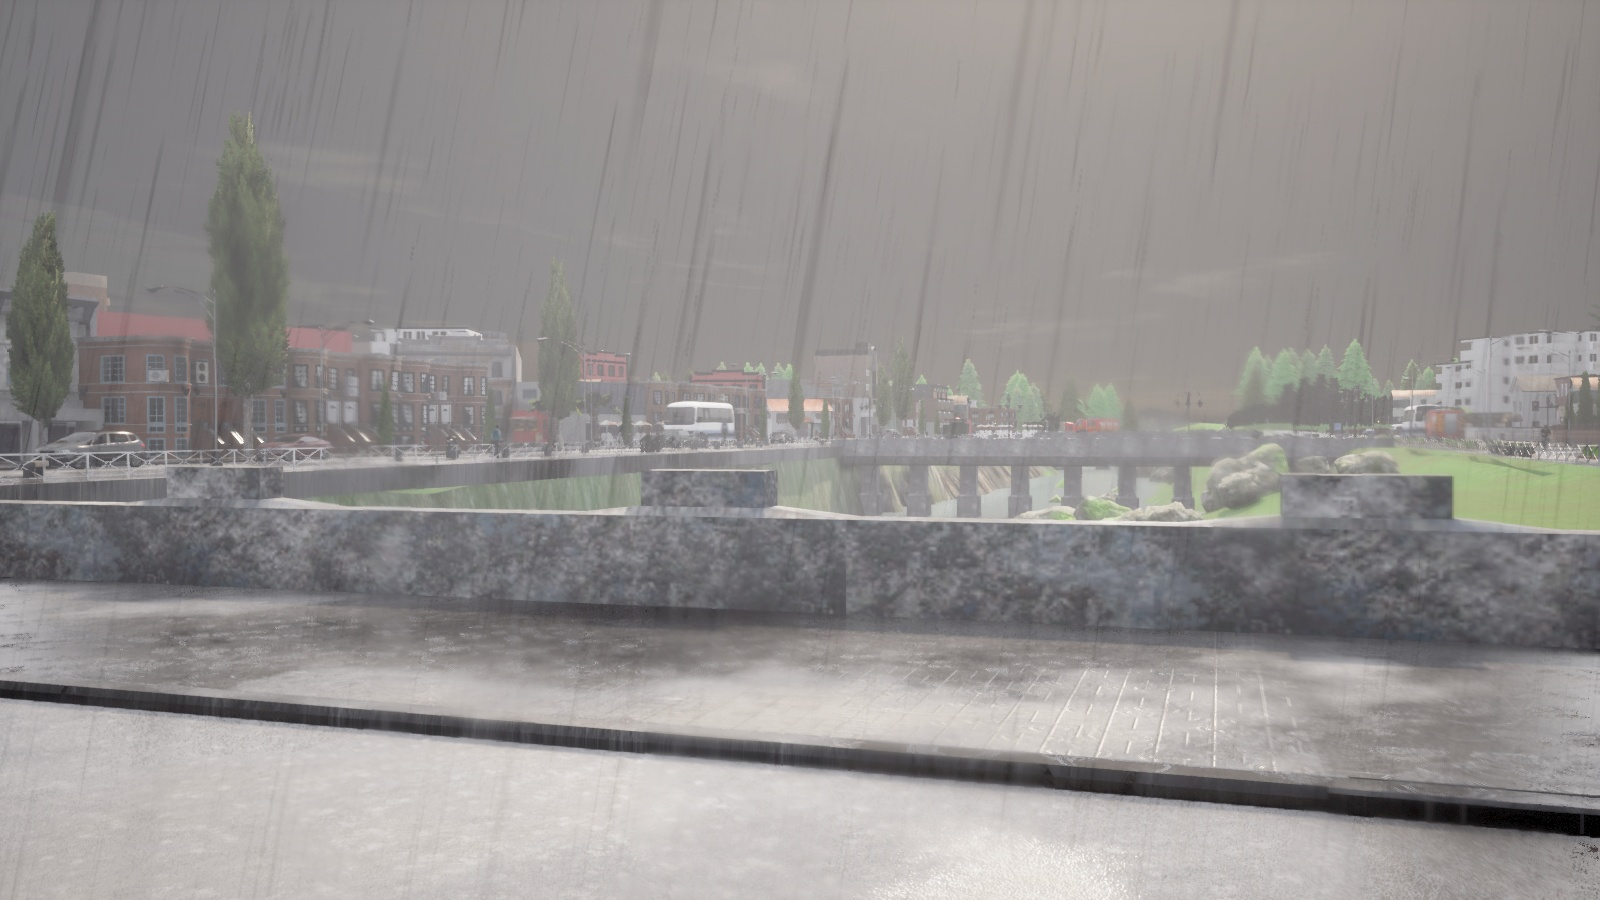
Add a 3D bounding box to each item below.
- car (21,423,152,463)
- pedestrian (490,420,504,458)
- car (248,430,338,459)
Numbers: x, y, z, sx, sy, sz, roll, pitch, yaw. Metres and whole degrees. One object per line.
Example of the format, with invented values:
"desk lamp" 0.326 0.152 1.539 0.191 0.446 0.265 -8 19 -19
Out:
"car" -30.922 -0.319 54.579 2.242 1.667 4.611 1 1 19
"pedestrian" -15.842 -0.575 65.692 0.396 1.930 0.692 1 1 23
"car" -26.864 -0.316 66.659 1.812 1.442 4.674 1 1 19
